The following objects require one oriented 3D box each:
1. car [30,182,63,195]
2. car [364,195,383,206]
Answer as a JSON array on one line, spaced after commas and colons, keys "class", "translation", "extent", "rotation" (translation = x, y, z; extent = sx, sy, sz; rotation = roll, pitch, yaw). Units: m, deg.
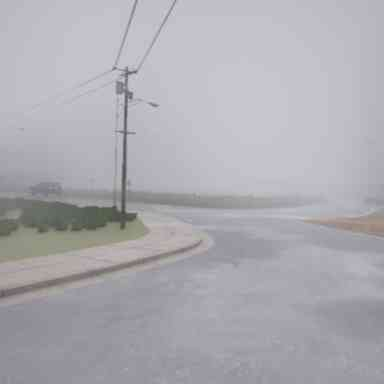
[{"class": "car", "translation": [-19.694, -0.392, 44.917], "extent": [5.566, 2.045, 2.150], "rotation": [3, 2, 38]}, {"class": "car", "translation": [27.500, 1.232, 50.232], "extent": [1.837, 1.490, 4.892], "rotation": [2, 1, 41]}]
